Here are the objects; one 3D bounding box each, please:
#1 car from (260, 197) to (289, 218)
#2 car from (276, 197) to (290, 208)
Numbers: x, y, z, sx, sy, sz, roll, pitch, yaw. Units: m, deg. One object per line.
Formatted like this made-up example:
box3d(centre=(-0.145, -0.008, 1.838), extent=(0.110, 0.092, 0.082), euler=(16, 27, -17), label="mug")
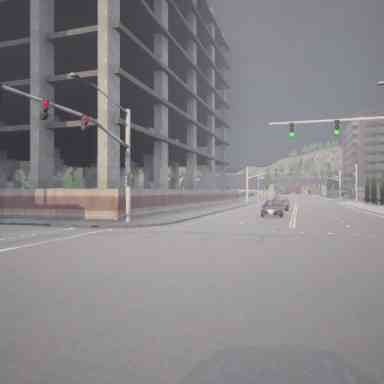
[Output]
box3d(centre=(7.420, 1.491, 30.427), extent=(2.128, 1.511, 4.902), euler=(0, 0, 18), label="car")
box3d(centre=(13.537, 1.526, 49.356), extent=(1.812, 1.442, 4.674), euler=(0, 0, 19), label="car")
